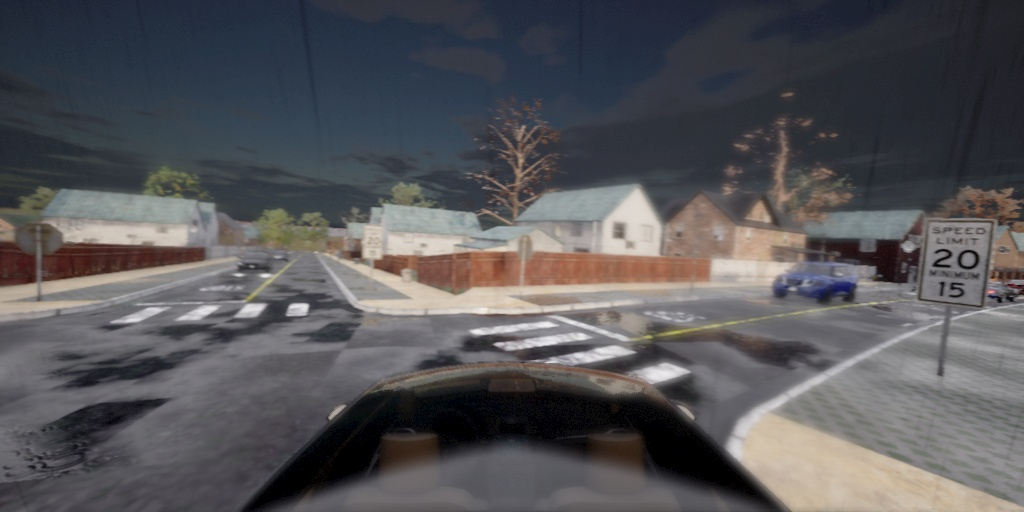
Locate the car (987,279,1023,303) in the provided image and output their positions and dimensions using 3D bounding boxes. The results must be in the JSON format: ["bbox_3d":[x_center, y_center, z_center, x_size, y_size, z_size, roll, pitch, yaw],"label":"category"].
[{"bbox_3d":[34.655,2.517,26.038,5.357,1.411,2.033,2,3,-26],"label":"car"}]

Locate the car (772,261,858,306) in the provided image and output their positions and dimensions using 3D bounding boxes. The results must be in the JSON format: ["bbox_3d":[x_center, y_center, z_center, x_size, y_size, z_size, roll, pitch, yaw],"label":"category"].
[{"bbox_3d":[16.081,1.338,18.911,5.566,2.045,2.150,2,3,-31],"label":"car"}]

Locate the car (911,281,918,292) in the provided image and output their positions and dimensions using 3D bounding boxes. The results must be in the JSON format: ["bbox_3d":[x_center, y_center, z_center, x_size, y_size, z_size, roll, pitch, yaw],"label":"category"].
[{"bbox_3d":[34.846,2.332,29.311,4.674,1.442,1.812,2,3,-26],"label":"car"}]

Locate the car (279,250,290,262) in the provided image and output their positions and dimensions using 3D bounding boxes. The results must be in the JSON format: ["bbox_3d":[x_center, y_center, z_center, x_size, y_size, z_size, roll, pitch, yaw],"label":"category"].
[{"bbox_3d":[-29.134,-0.019,45.157,2.128,1.511,4.902,2,0,-29],"label":"car"}]

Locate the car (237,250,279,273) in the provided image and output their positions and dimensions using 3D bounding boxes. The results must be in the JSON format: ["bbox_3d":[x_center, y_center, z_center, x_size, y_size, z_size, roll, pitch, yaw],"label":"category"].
[{"bbox_3d":[-18.597,0.431,26.219,1.837,1.490,4.892,2,1,-29],"label":"car"}]
